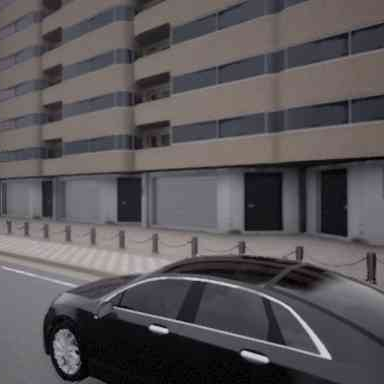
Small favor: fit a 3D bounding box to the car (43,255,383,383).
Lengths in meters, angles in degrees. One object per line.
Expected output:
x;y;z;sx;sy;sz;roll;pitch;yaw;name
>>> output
0.227;1.512;3.830;4.892;1.490;1.837;0;0;35;car
